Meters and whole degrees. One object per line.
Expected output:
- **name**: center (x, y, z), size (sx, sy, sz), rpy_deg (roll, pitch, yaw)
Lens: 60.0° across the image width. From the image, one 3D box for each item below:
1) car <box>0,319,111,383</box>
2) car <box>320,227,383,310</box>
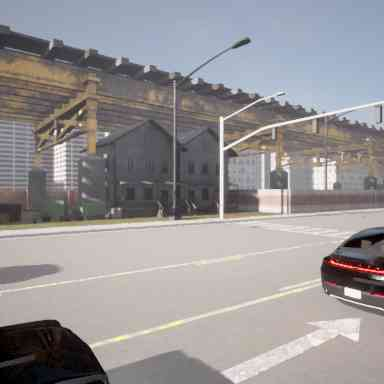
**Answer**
- **car**: center (-2.769, 1.601, 1.774), size (4.718, 1.301, 1.895), rpy_deg (0, 0, -35)
- **car**: center (4.764, 1.505, 7.162), size (4.892, 1.490, 1.837), rpy_deg (0, 0, -35)
